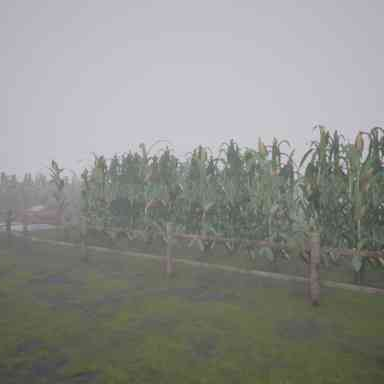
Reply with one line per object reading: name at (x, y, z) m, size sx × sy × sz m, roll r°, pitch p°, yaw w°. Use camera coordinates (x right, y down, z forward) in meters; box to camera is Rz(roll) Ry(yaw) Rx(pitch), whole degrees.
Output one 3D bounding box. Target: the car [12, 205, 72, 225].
car at (-11.466, 1.681, 25.604) m, size 1.994 × 1.385 × 4.181 m, roll -1°, pitch -1°, yaw 36°
